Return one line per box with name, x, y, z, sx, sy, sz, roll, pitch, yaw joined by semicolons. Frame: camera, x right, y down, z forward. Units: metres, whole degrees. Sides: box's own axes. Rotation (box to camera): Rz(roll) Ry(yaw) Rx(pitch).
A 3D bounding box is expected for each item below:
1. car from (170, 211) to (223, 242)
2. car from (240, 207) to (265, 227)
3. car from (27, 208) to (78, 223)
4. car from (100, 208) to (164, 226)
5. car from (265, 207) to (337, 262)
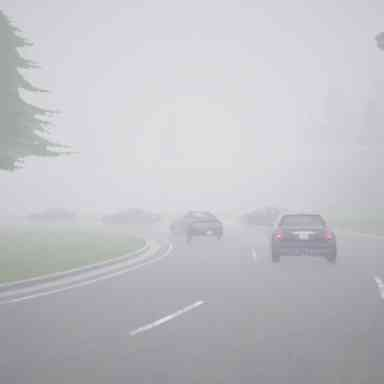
car;0.131;1.792;18.365;2.128;1.511;4.902;0;-1;-16
car;5.338;1.795;23.383;2.128;1.511;4.902;0;-1;-28
car;-13.608;2.260;32.580;4.674;1.442;1.812;-1;-1;-5
car;-5.130;2.086;28.310;5.357;1.411;2.033;-1;-1;21
car;4.088;1.507;12.923;2.097;1.767;4.553;-1;-1;12
